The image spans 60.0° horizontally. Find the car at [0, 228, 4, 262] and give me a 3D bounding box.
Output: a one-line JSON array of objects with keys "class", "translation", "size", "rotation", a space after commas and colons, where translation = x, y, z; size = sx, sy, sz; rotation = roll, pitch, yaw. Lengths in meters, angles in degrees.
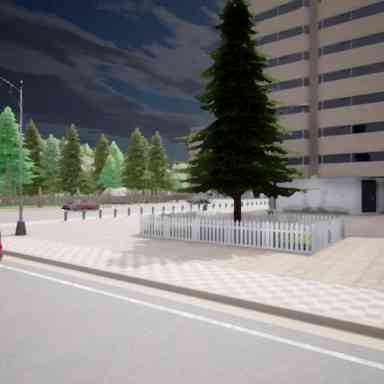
[{"class": "car", "translation": [-7.415, 1.219, 9.228], "size": [5.566, 2.045, 2.150], "rotation": [0, 0, 36]}]

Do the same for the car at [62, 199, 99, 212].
[{"class": "car", "translation": [-12.853, 1.556, 38.443], "size": [1.994, 1.385, 4.181], "rotation": [0, 0, 35]}]

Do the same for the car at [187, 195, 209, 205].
[{"class": "car", "translation": [1.029, 1.344, 57.819], "size": [2.097, 1.767, 4.553], "rotation": [0, 0, 36]}]
